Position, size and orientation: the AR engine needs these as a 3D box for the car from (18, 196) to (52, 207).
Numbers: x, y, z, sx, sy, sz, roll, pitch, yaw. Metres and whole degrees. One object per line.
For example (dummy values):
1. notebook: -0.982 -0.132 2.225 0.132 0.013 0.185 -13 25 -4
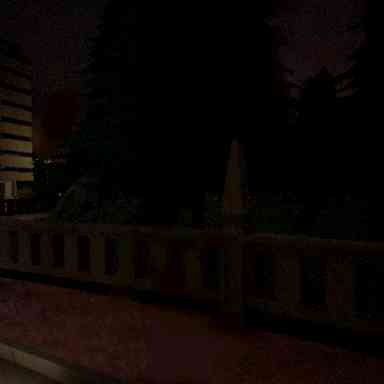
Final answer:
1. car: -20.034 0.840 43.525 2.150 2.045 5.566 0 1 23
